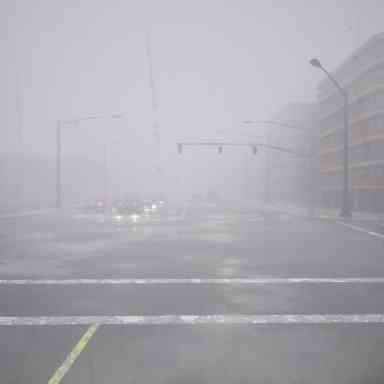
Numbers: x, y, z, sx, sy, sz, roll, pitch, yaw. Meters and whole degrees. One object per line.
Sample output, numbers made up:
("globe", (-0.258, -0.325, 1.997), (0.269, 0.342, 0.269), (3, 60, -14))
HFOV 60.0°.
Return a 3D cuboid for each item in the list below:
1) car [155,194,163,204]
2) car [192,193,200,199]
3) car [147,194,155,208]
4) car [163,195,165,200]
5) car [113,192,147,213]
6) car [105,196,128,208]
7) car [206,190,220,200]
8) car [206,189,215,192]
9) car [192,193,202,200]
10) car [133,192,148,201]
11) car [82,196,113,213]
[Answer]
("car", (-6.276, 1.080, 52.627), (2.128, 1.511, 4.902), (0, 1, 0))
("car", (0.886, 0.792, 76.127), (1.895, 1.301, 4.718), (0, 1, 0))
("car", (-6.309, 1.277, 43.346), (1.812, 1.442, 4.674), (0, 1, 0))
("car", (-6.208, 1.012, 62.756), (1.895, 1.301, 4.718), (0, 1, 1))
("car", (-6.335, 1.226, 34.463), (2.097, 1.767, 4.553), (0, 1, 0))
("car", (-9.808, 1.314, 43.449), (1.994, 1.385, 4.181), (0, 1, 0))
("car", (4.457, 0.919, 65.884), (1.994, 1.385, 4.181), (0, 1, 0))
("car", (4.387, 0.425, 75.867), (2.150, 2.045, 5.566), (0, 1, 0))
("car", (0.957, 0.830, 66.046), (1.882, 1.535, 5.008), (0, 1, 0))
("car", (-9.702, 0.896, 63.144), (2.128, 1.511, 4.902), (0, 1, 1))
("car", (-9.833, 1.225, 34.806), (2.097, 1.767, 4.553), (0, 1, 0))
